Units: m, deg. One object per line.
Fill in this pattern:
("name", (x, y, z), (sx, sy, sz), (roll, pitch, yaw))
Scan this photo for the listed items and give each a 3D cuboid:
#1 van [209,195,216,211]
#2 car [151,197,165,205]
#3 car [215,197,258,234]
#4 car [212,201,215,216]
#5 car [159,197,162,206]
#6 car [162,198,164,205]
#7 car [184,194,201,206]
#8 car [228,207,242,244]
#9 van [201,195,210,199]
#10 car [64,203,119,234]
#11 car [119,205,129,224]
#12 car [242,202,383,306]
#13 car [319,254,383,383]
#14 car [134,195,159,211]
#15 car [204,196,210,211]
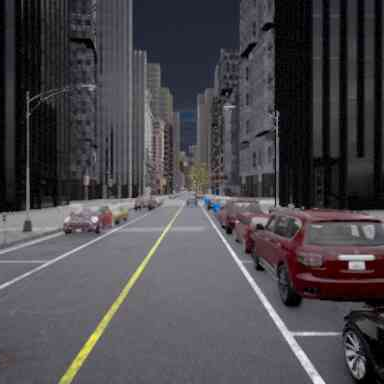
("van", (2.753, 1.332, 30.007), (1.690, 1.788, 3.998), (0, 0, 0))
("car", (-5.778, 1.535, 57.566), (2.008, 1.369, 4.403), (0, 0, 0))
("car", (2.756, 1.309, 18.982), (2.192, 1.841, 5.009), (0, 0, 0))
("car", (2.755, 1.537, 24.495), (1.887, 1.381, 4.507), (0, 0, 0))
("car", (-5.776, 1.537, 46.540), (2.008, 1.369, 4.403), (0, 0, 0))
("car", (-5.777, 1.510, 51.883), (1.752, 1.417, 4.829), (0, 0, 0))
("car", (-0.012, 1.477, 53.487), (2.128, 1.511, 4.902), (0, 0, 0))
("car", (2.758, 1.540, 13.469), (1.887, 1.381, 4.507), (0, 0, 0))
("van", (2.748, 1.326, 52.058), (1.690, 1.788, 3.998), (0, 0, 0))
("car", (-5.769, 1.434, 18.975), (1.967, 1.590, 4.097), (0, 0, 0))
("car", (-5.770, 1.517, 24.317), (1.752, 1.417, 4.829), (0, 0, 0))
("car", (2.759, 1.312, 7.957), (2.192, 1.841, 5.009), (0, 0, 0))
("car", (2.760, 1.565, 2.444), (1.947, 1.339, 4.313), (0, 0, 0))
("car", (-5.775, 1.302, 41.027), (2.192, 1.841, 5.009), (0, 0, 0))
("car", (2.751, 1.554, 41.033), (1.947, 1.339, 4.313), (0, 0, 0))
